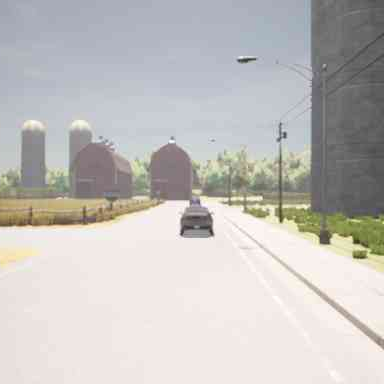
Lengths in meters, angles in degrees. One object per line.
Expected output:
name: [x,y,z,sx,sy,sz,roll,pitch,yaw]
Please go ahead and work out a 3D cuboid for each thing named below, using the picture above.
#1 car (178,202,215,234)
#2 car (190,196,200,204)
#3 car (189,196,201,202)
car: [0.273,1.560,19.469,1.837,1.490,4.892,0,0,0]
car: [0.631,1.668,70.899,1.882,1.535,5.008,0,0,3]
car: [0.579,1.519,58.876,2.097,1.767,4.553,0,0,1]
